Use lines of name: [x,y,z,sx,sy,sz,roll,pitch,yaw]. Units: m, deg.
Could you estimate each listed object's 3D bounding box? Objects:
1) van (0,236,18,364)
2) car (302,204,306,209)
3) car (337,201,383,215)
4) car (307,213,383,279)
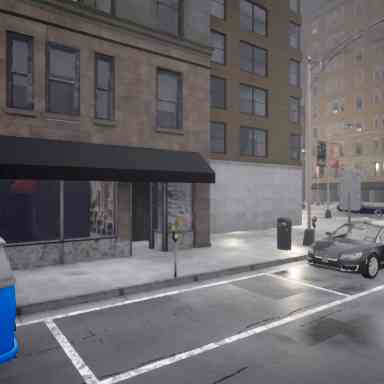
van: [-3.958,1.341,3.364,3.998,1.788,1.690,0,0,-36]
car: [10.514,1.432,38.895,2.033,1.411,5.357,0,0,-36]
car: [16.193,1.531,31.028,1.895,1.301,4.718,0,0,-36]
car: [5.252,1.551,9.951,4.403,1.369,2.008,0,0,-36]
